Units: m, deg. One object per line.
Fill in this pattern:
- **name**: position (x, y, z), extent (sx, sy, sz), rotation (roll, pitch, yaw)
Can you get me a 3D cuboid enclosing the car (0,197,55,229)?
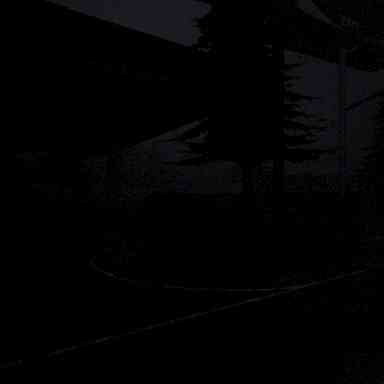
- **car**: position (-11.876, 1.313, 23.538), extent (3.866, 1.878, 1.905), rotation (0, 0, -36)
